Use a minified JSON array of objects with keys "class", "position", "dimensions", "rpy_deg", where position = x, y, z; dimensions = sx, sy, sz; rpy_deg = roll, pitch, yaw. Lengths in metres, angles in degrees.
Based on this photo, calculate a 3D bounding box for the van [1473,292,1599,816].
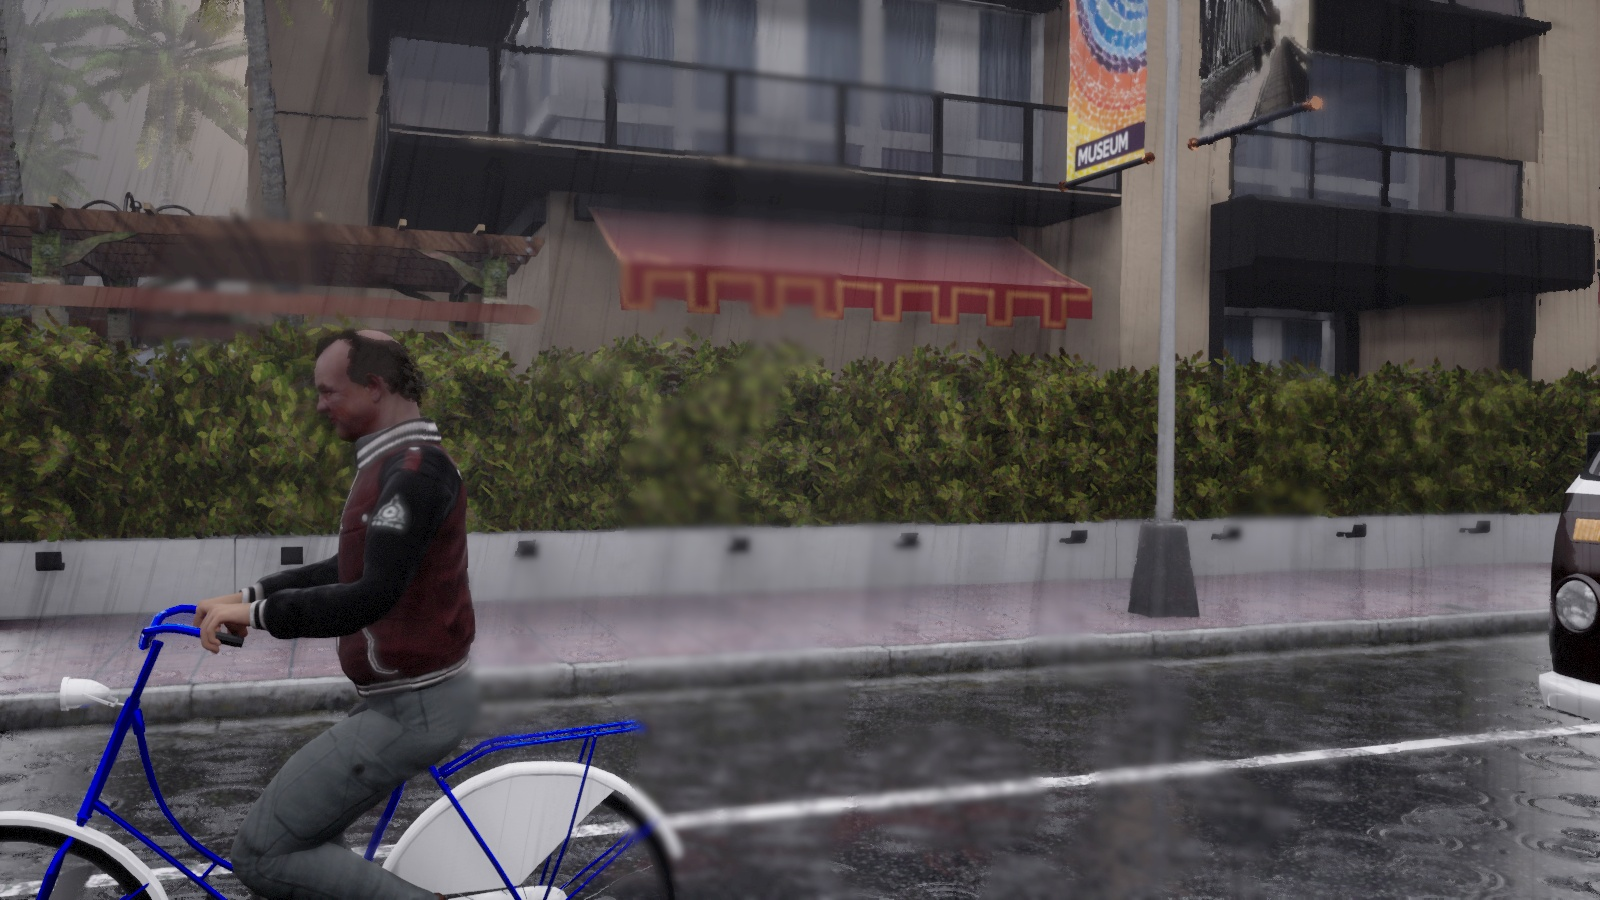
[{"class":"van","position":[5.368,0.378,5.225],"dimensions":[4.480,2.038,2.069],"rpy_deg":[-1,1,-20]}]

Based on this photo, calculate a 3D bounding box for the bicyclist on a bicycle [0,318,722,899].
[{"class":"bicyclist on a bicycle","position":[-1.157,0.636,2.793],"dimensions":[1.843,1.776,0.659],"rpy_deg":[-1,1,-21]}]
